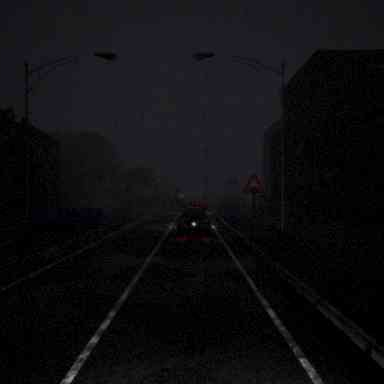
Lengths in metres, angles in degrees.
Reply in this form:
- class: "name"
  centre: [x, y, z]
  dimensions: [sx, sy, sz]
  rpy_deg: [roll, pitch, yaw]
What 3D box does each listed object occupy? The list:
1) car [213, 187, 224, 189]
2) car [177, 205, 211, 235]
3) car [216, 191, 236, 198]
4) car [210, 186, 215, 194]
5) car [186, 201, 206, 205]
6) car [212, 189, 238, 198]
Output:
- class: "car"
  centre: [8.149, 0.307, 83.574]
  dimensions: [4.553, 1.767, 2.185]
  rpy_deg: [0, 2, -1]
- class: "car"
  centre: [0.109, 1.746, 20.217]
  dimensions: [1.994, 1.385, 4.181]
  rpy_deg: [0, 0, 0]
- class: "car"
  centre: [8.215, 0.574, 80.827]
  dimensions: [4.674, 1.452, 2.002]
  rpy_deg: [0, 2, -1]
- class: "car"
  centre: [8.179, 0.083, 86.324]
  dimensions: [5.566, 2.045, 2.435]
  rpy_deg: [0, 2, -1]
- class: "car"
  centre: [0.431, 1.686, 35.627]
  dimensions: [1.837, 1.490, 4.892]
  rpy_deg: [0, 0, 3]
- class: "car"
  centre: [8.056, 0.636, 78.068]
  dimensions: [5.366, 1.575, 1.946]
  rpy_deg: [0, 2, -1]
